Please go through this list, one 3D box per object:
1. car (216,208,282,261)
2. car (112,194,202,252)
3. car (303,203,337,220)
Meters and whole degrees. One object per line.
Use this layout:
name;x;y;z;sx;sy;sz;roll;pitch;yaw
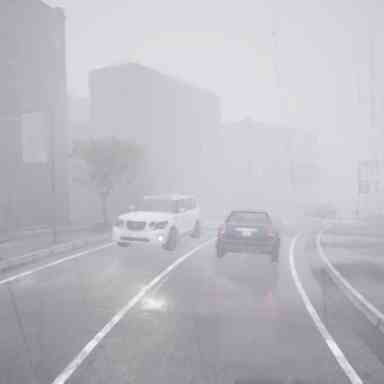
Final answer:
car;2.334;1.377;12.782;2.097;1.767;4.553;2;0;15
car;-1.185;1.140;14.162;2.150;2.045;5.566;1;1;17
car;11.693;1.679;30.173;1.994;1.385;4.181;4;2;38
